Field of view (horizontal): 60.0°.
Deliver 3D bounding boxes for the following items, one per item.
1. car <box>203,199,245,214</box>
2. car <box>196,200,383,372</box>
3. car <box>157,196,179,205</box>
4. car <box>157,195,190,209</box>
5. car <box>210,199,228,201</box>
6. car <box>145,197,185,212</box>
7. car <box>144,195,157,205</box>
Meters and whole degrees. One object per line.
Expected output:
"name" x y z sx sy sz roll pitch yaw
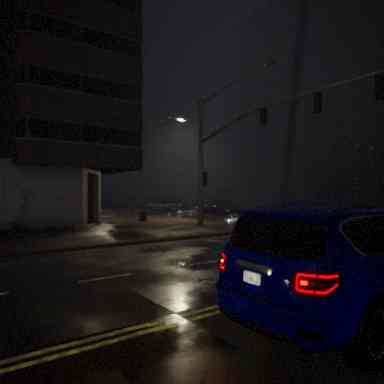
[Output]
"car" 3.364 1.500 35.927 1.837 1.490 4.892 0 0 -36
"car" 2.954 1.220 5.905 5.566 2.045 2.150 0 0 -36
"car" -4.304 1.472 59.171 1.882 1.535 5.008 0 0 -32
"car" -2.204 1.474 43.590 1.882 1.535 5.008 0 0 -36
"car" 2.426 1.544 31.357 2.033 1.411 5.357 0 0 -31
"car" -3.256 1.598 39.080 1.895 1.301 4.718 0 0 -36
"car" -6.412 1.348 55.479 2.097 1.767 4.553 0 0 -38
